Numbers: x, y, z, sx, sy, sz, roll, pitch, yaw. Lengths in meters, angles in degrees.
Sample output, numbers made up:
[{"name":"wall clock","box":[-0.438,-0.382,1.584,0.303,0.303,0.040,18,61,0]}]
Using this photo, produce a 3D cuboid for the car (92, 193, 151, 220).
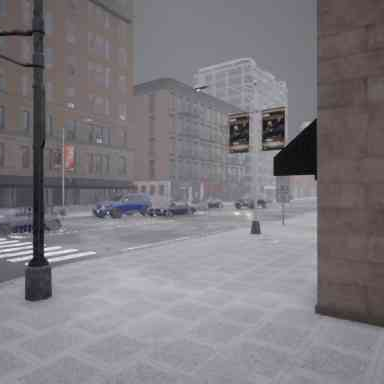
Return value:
[{"name":"car","box":[-5.692,1.147,28.054,2.150,2.045,5.566,0,0,35]}]

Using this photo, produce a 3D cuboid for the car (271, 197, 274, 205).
[{"name":"car","box":[11.113,1.305,51.593,2.128,1.511,4.902,0,0,35]}]

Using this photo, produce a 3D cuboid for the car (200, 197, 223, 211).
[{"name":"car","box":[1.824,1.356,38.637,2.128,1.511,4.902,0,1,35]}]

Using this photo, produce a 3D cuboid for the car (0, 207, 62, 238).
[{"name":"car","box":[-9.122,1.525,17.578,1.994,1.385,4.181,0,0,35]}]

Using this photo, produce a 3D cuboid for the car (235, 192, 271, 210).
[{"name":"car","box":[7.313,1.063,40.741,2.150,2.045,5.566,0,0,35]}]

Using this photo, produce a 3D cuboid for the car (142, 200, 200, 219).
[{"name":"car","box":[-1.685,1.508,28.079,1.895,1.301,4.718,0,0,35]}]
